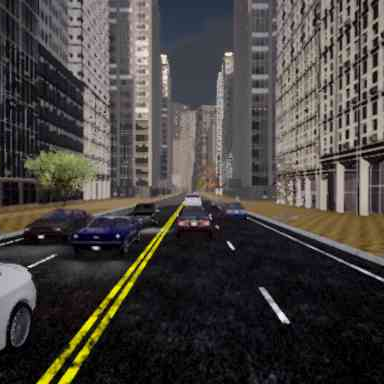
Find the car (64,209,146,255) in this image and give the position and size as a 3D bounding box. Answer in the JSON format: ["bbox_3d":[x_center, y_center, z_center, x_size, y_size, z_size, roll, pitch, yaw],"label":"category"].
[{"bbox_3d":[-3.252,1.600,13.503,1.895,1.301,4.718,0,0,0],"label":"car"}]

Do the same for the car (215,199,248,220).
[{"bbox_3d":[3.350,1.545,27.648,2.033,1.411,5.357,0,0,-1],"label":"car"}]

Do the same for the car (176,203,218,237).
[{"bbox_3d":[0.097,1.546,18.043,2.033,1.411,5.357,0,0,0],"label":"car"}]

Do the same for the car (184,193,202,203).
[{"bbox_3d":[0.095,1.209,44.027,2.150,2.045,5.566,0,0,0],"label":"car"}]

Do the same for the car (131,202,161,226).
[{"bbox_3d":[-3.253,1.503,23.583,1.837,1.490,4.892,0,0,0],"label":"car"}]

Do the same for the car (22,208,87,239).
[{"bbox_3d":[-6.503,1.546,16.992,2.033,1.411,5.357,0,0,0],"label":"car"}]

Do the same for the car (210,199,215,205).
[{"bbox_3d":[3.340,1.589,44.566,1.895,1.301,4.718,0,0,0],"label":"car"}]

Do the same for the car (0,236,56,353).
[{"bbox_3d":[-3.326,1.526,3.428,1.812,1.442,4.674,0,0,0],"label":"car"}]
